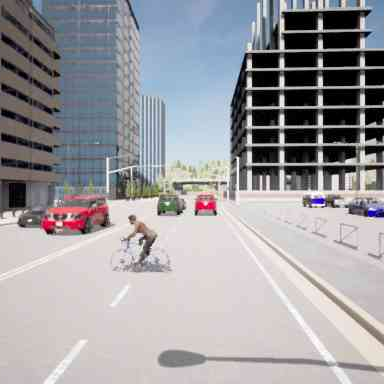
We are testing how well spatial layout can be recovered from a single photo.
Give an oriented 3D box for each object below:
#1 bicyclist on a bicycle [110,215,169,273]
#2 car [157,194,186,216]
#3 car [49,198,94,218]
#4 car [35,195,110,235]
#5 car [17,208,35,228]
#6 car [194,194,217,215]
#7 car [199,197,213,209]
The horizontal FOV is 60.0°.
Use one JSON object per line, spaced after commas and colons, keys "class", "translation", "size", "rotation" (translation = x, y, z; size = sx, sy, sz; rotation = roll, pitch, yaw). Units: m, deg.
{"class": "bicyclist on a bicycle", "translation": [-1.466, 1.453, 9.203], "size": [1.656, 1.620, 0.582], "rotation": [-2, 0, 2]}
{"class": "car", "translation": [-2.134, 1.221, 33.169], "size": [2.150, 2.045, 5.566], "rotation": [0, 0, 3]}
{"class": "car", "translation": [-9.508, 1.206, 26.597], "size": [1.994, 1.385, 4.181], "rotation": [0, 0, 2]}
{"class": "car", "translation": [-6.379, 1.223, 19.066], "size": [2.150, 2.045, 5.566], "rotation": [0, 0, 3]}
{"class": "car", "translation": [-9.774, 1.564, 22.254], "size": [1.994, 1.385, 4.181], "rotation": [0, 0, 3]}
{"class": "car", "translation": [1.416, 1.221, 34.307], "size": [2.150, 2.045, 5.566], "rotation": [0, 0, 2]}
{"class": "car", "translation": [1.875, 1.504, 45.471], "size": [1.837, 1.490, 4.892], "rotation": [0, 0, 2]}
